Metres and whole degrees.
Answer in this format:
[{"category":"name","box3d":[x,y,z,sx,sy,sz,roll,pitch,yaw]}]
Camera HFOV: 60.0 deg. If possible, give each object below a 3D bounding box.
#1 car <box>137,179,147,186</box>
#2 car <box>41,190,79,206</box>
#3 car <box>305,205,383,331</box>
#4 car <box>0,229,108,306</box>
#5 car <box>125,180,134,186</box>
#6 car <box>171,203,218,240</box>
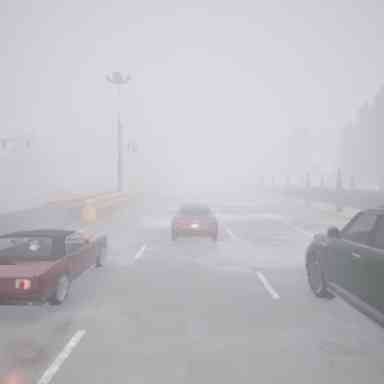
[{"category":"car","box3d":[-13.587,-2.630,90.650,2.150,2.045,5.566,0,3,0]},{"category":"car","box3d":[-10.498,0.603,27.124,1.812,1.442,4.674,0,2,1]},{"category":"car","box3d":[3.601,1.191,5.097,2.150,2.045,5.566,0,1,0]},{"category":"car","box3d":[-3.399,1.515,7.799,1.895,1.301,4.718,0,1,0]},{"category":"car","box3d":[-17.087,-2.358,90.713,1.837,1.490,4.892,0,3,0]},{"category":"car","box3d":[0.108,1.202,14.996,1.994,1.385,4.181,0,3,0]}]
